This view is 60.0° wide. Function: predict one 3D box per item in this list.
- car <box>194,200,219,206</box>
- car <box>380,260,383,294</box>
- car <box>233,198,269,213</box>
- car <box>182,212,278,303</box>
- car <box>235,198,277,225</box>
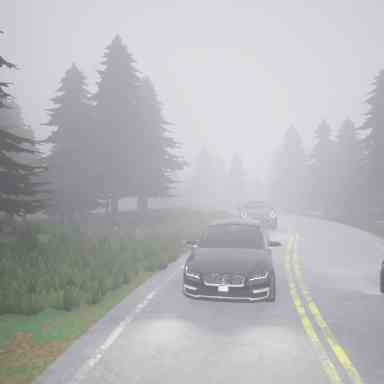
[{"bbox_3d":[1.900,1.799,44.859,1.812,1.442,4.674,3,-5,-35],"label":"car"},{"bbox_3d":[4.492,1.308,4.642,2.097,1.767,4.553,-1,0,8],"label":"car"},{"bbox_3d":[6.188,1.410,35.735,1.837,1.490,4.892,2,-1,-16],"label":"car"},{"bbox_3d":[1.087,1.496,8.411,1.837,1.490,4.892,-1,0,12],"label":"car"},{"bbox_3d":[3.867,1.270,20.365,2.097,1.767,4.553,-1,0,5],"label":"car"}]
